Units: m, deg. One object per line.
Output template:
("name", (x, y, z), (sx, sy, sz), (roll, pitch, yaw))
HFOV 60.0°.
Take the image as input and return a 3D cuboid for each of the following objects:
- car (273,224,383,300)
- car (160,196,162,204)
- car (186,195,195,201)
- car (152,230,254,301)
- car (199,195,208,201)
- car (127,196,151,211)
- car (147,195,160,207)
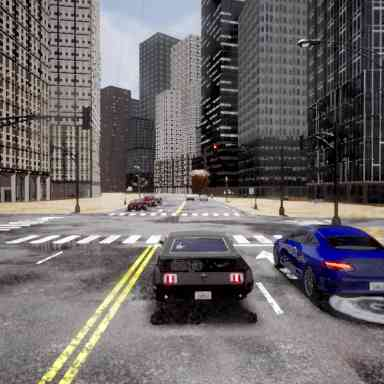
("car", (3.354, 1.523, 8.254), (1.812, 1.442, 4.674), (0, 0, 1))
("car", (-6.502, 1.416, 60.890), (2.128, 1.511, 4.902), (0, 0, 0))
("car", (-0.427, 1.469, 80.443), (1.895, 1.301, 4.718), (0, 0, -4))
("car", (0.111, 1.598, 8.286), (1.895, 1.301, 4.718), (0, 0, -3))
("car", (2.822, 1.396, 80.556), (1.812, 1.442, 4.674), (0, 0, -4))
("car", (-6.535, 1.530, 40.350), (1.994, 1.385, 4.181), (0, 0, 0))
("car", (-6.520, 1.299, 50.599), (2.097, 1.767, 4.553), (0, 0, 0))
